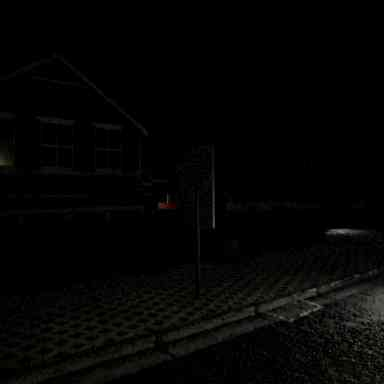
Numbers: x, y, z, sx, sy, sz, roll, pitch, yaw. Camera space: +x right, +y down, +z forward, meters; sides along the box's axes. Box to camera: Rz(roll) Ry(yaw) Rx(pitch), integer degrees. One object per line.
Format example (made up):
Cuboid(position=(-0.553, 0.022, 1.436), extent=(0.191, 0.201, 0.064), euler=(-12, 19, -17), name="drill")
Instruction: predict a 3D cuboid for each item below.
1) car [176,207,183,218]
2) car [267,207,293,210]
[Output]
Cuboid(position=(-0.179, 2.085, 31.118), extent=(5.008, 1.535, 1.882), euler=(-2, -1, 44), name="car")
Cuboid(position=(6.781, 1.877, 23.891), extent=(1.837, 1.490, 4.892), euler=(-1, -1, -43), name="car")
